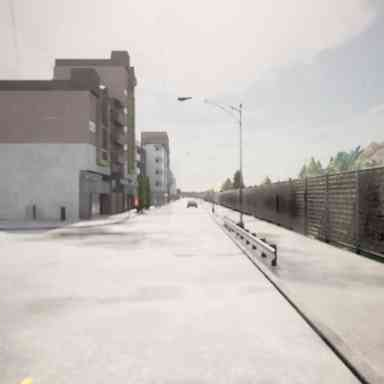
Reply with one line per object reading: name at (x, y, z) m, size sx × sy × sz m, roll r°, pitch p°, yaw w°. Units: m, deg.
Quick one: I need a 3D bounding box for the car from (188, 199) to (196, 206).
car at (-0.066, 2.429, 75.945) m, size 1.812 × 1.442 × 4.674 m, roll 0°, pitch -1°, yaw 0°

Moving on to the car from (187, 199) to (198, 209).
car at (0.044, 2.251, 60.878) m, size 1.812 × 1.442 × 4.674 m, roll 0°, pitch -1°, yaw 0°
